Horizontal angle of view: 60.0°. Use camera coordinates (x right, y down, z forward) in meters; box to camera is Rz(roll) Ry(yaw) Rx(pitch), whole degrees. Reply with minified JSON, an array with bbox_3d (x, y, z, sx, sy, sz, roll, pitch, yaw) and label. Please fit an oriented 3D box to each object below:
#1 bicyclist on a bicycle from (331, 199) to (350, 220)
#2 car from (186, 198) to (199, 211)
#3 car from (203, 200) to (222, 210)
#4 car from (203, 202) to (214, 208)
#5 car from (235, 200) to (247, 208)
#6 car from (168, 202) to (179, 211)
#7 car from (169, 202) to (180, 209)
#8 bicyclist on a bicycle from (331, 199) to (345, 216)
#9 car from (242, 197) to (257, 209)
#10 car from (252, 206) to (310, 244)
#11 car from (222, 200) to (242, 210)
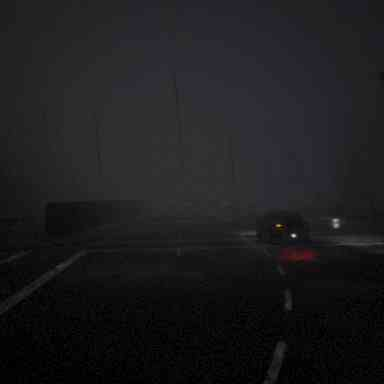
[{"bbox_3d":[13.383,1.705,30.040,1.656,1.620,0.582,-2,-1,11],"label":"bicyclist on a bicycle"},{"bbox_3d":[0.120,2.198,58.929,2.150,2.045,5.566,-1,-1,-1],"label":"car"},{"bbox_3d":[3.675,2.284,60.248,2.097,1.767,4.553,-1,-1,-1],"label":"car"},{"bbox_3d":[3.382,2.679,69.069,1.895,1.301,4.718,-1,-1,-1],"label":"car"},{"bbox_3d":[10.348,2.498,70.466,1.812,1.442,4.674,-1,-1,-1],"label":"car"},{"bbox_3d":[-3.297,2.533,59.787,1.882,1.535,5.008,-1,-1,-1],"label":"car"},{"bbox_3d":[-3.629,2.763,69.590,2.033,1.411,5.357,-1,-1,-1],"label":"car"},{"bbox_3d":[15.233,1.594,34.696,1.656,1.620,0.582,-1,-1,-36],"label":"bicyclist on a bicycle"},{"bbox_3d":[10.568,2.044,61.490,2.150,2.045,5.566,-1,-1,-1],"label":"car"},{"bbox_3d":[4.546,1.710,17.145,1.837,1.490,4.892,-1,-1,1],"label":"car"},{"bbox_3d":[7.167,2.423,59.841,1.994,1.385,4.181,-1,-1,-1],"label":"car"}]
